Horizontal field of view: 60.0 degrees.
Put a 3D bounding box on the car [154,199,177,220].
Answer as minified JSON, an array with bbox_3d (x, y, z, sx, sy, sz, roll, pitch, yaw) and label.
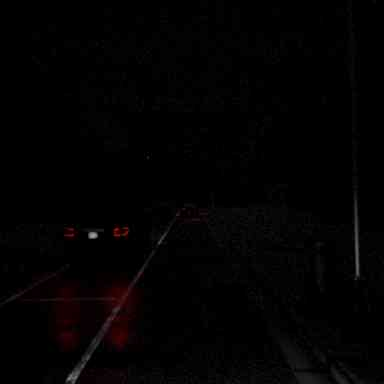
[{"bbox_3d":[-2.922,1.712,32.265,2.192,1.841,5.009,1,-1,0],"label":"car"}]

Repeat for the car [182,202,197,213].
[{"bbox_3d":[-0.387,2.110,46.919,1.994,1.385,4.181,-1,-1,0],"label":"car"}]

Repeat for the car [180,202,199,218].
[{"bbox_3d":[-0.258,1.890,35.882,1.882,1.535,5.008,-1,0,0],"label":"car"}]

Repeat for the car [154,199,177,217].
[{"bbox_3d":[-2.960,1.778,37.796,2.192,1.841,5.009,1,-1,0],"label":"car"}]

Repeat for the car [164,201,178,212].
[{"bbox_3d":[-3.037,2.120,48.688,1.752,1.417,4.829,1,-1,0],"label":"car"}]

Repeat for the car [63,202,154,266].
[{"bbox_3d":[-2.924,1.393,12.458,2.150,2.045,5.566,-1,-1,0],"label":"car"}]
